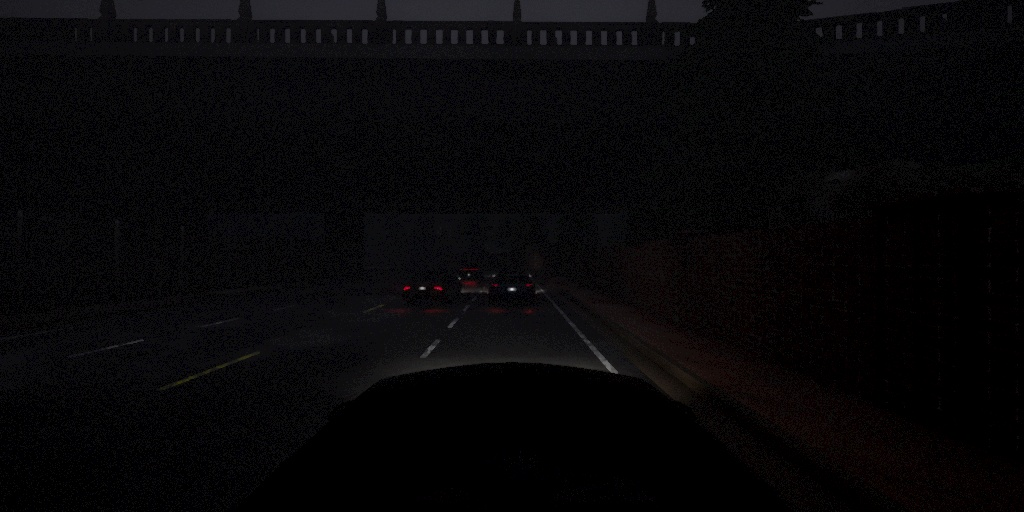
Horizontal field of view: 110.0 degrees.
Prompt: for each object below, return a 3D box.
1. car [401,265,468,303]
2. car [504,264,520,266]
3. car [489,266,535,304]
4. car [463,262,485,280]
[{"bbox_3d":[-3.500,1.313,16.500,2.033,1.411,5.357,0,0,0],"label":"car"},{"bbox_3d":[0.000,1.366,31.530,1.895,1.301,4.718,0,0,0],"label":"car"},{"bbox_3d":[0.000,1.322,16.500,1.994,1.385,4.181,0,0,0],"label":"car"},{"bbox_3d":[-3.500,1.266,31.500,1.837,1.490,4.892,0,0,0],"label":"car"}]
